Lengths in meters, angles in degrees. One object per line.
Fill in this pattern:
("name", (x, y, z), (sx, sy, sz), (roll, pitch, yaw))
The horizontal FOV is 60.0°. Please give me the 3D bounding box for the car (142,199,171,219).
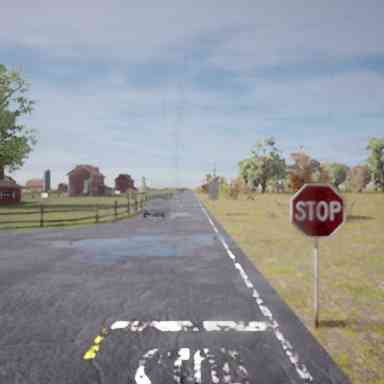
("car", (-2.890, 1.367, 27.632), (1.837, 1.490, 4.892), (1, 1, 4))
